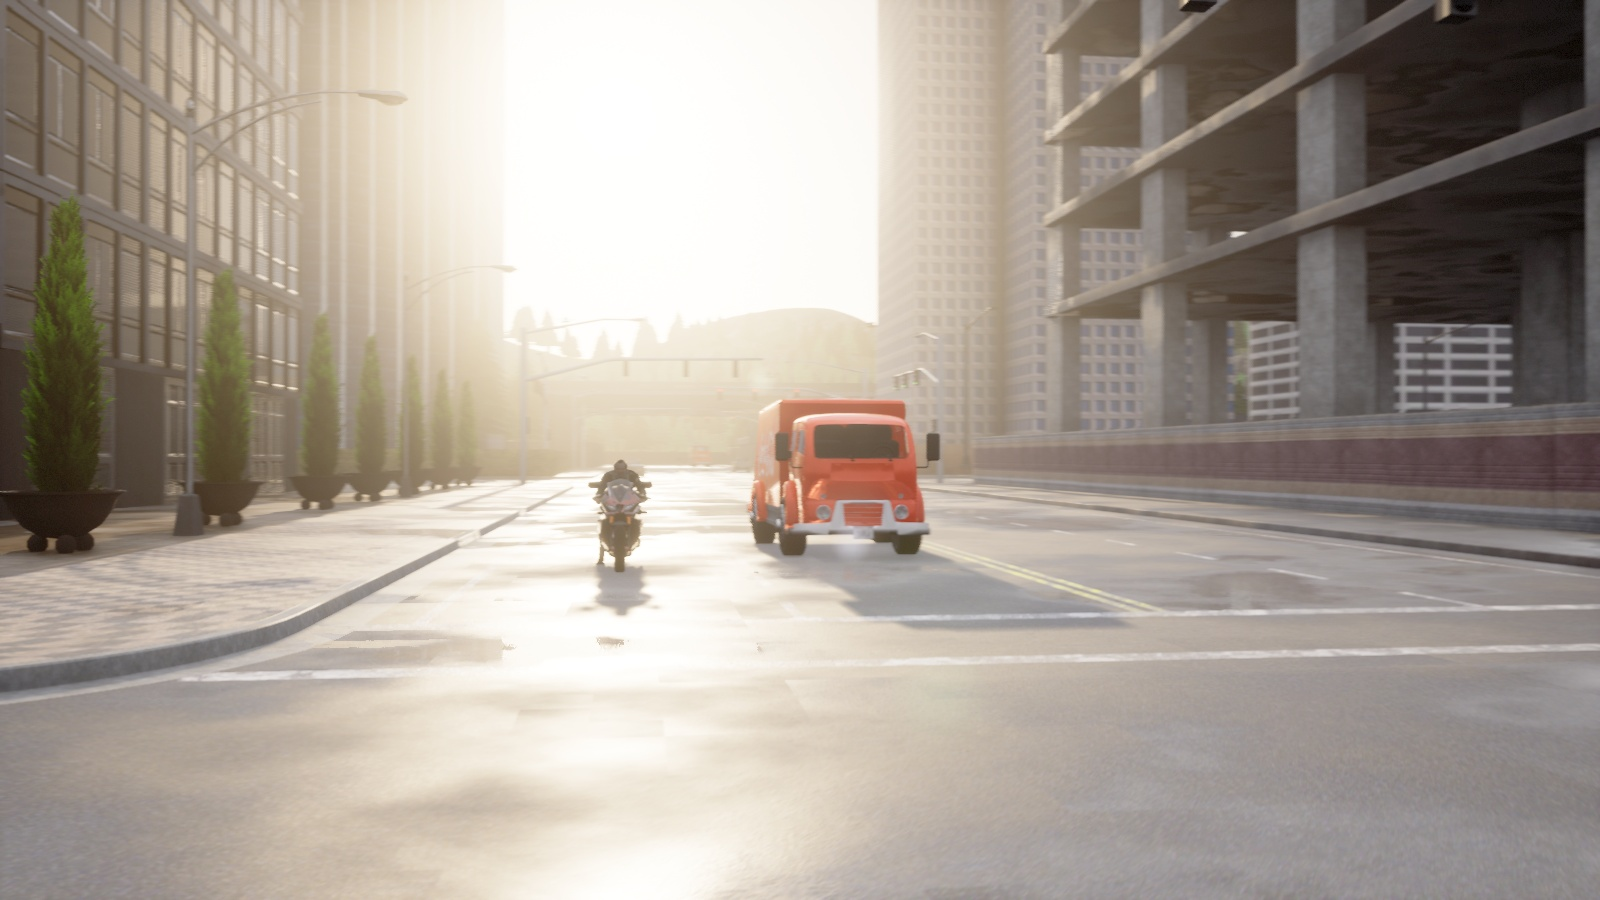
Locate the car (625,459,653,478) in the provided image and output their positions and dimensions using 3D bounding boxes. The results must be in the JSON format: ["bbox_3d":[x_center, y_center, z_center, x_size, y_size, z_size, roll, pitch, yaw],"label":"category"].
[{"bbox_3d":[-12.134,1.408,94.622,1.994,1.385,4.181,0,0,-7],"label":"car"}]

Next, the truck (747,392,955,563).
[{"bbox_3d":[0.646,0.402,20.880,2.627,2.467,5.204,0,0,-7],"label":"truck"}]

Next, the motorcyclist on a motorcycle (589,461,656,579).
[{"bbox_3d":[-2.443,0.917,17.403,0.866,1.530,2.191,0,-1,-7],"label":"motorcyclist on a motorcycle"}]
